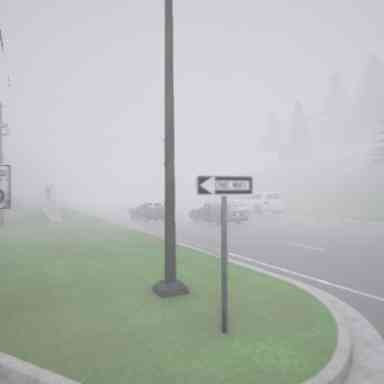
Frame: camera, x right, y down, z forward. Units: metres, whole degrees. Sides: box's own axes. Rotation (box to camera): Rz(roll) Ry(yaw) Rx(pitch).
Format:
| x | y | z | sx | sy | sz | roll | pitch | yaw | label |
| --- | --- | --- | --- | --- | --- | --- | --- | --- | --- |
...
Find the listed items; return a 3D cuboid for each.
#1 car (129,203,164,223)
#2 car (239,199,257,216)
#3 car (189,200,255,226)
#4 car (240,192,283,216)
| x | y | z | sx | sy | sz | roll | pitch | yaw | label |
| --- | --- | --- | --- | --- | --- | --- | --- | --- | --- |
| -3.217 | 1.503 | 24.701 | 1.895 | 1.301 | 4.718 | 0 | 0 | -27 | car |
| 3.012 | 1.457 | 27.895 | 1.895 | 1.301 | 4.718 | 0 | 0 | -27 | car |
| 1.693 | 1.433 | 22.789 | 2.033 | 1.411 | 5.357 | 0 | 0 | -27 | car |
| 5.788 | 1.054 | 30.147 | 2.150 | 2.045 | 5.566 | 0 | 0 | -27 | car |
